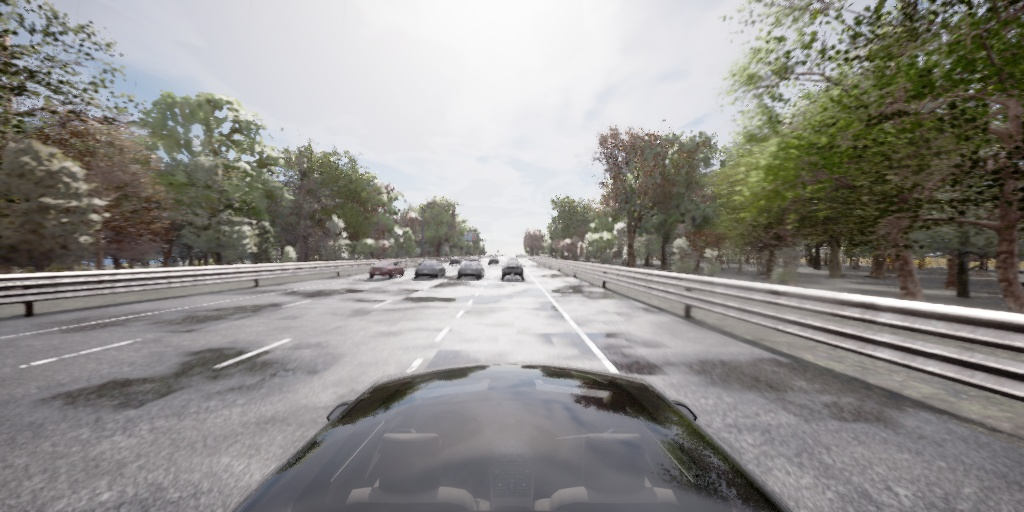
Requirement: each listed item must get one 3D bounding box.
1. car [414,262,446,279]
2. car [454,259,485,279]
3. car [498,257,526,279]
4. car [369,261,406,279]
[{"bbox_3d":[-6.922,1.172,30.751,1.994,1.385,4.181,0,0,0],"label":"car"},{"bbox_3d":[-3.423,1.173,30.618,1.994,1.385,4.181,0,0,0],"label":"car"},{"bbox_3d":[0.074,1.118,30.015,1.837,1.490,4.892,0,1,0],"label":"car"},{"bbox_3d":[-10.432,1.136,30.108,1.812,1.442,4.674,0,1,0],"label":"car"}]
